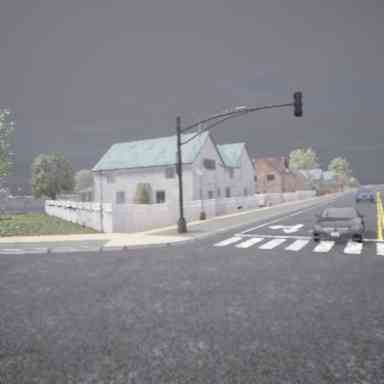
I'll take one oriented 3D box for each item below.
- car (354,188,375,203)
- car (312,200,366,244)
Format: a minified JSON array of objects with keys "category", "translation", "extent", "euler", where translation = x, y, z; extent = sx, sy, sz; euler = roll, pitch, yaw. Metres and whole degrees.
[{"category":"car","translation":[23.125,0.441,44.510],"extent":[2.150,2.045,5.566],"euler":[-2,0,29]},{"category":"car","translation":[6.586,1.318,14.734],"extent":[1.812,1.442,4.674],"euler":[-2,0,29]}]
